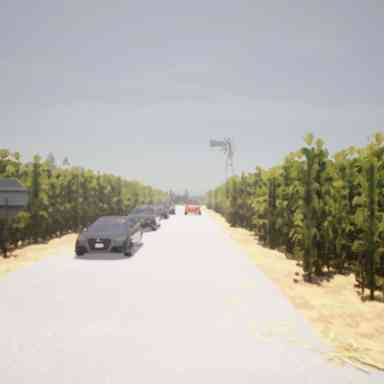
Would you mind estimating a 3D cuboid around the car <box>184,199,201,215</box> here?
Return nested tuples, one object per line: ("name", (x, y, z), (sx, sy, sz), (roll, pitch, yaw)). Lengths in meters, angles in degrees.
("car", (0.126, 2.018, 42.917), (2.097, 1.767, 4.553), (1, -2, 1))

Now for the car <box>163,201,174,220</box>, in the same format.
("car", (-3.162, 1.794, 31.828), (2.128, 1.511, 4.902), (1, -1, 0))

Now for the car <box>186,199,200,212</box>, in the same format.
("car", (0.140, 2.204, 57.043), (2.150, 2.045, 5.566), (1, -1, 0))

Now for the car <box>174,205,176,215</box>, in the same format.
("car", (-3.131, 1.949, 41.660), (2.097, 1.767, 4.553), (1, -2, 1))

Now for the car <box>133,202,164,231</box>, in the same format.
("car", (-3.173, 1.685, 22.362), (1.837, 1.490, 4.892), (1, 0, 0))

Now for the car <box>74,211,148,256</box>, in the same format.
("car", (-3.182, 1.677, 13.424), (1.994, 1.385, 4.181), (1, -1, 0))
